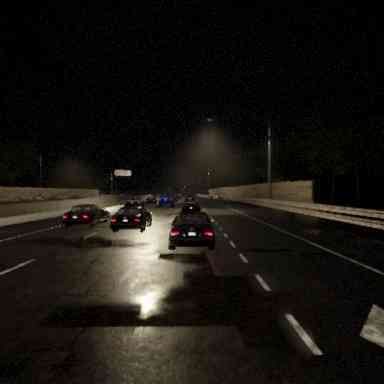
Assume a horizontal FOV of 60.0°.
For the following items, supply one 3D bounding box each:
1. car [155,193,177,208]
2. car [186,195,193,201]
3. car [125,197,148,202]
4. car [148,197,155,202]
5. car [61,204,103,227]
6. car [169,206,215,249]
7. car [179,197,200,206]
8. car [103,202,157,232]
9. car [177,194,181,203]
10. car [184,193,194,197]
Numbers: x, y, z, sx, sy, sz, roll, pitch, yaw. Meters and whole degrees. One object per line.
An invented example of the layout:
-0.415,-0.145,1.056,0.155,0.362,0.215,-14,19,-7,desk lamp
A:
-3.706,1.204,48.924,2.150,2.045,5.566,0,0,-1,car
-0.668,1.487,84.887,1.882,1.535,5.008,0,0,-1,car
-7.145,1.340,41.627,2.097,1.767,4.553,0,0,0,car
-7.321,1.529,60.065,2.033,1.411,5.357,0,0,-1,car
-7.033,1.548,22.482,2.033,1.411,5.357,0,0,0,car
-0.009,1.547,14.438,2.033,1.411,5.357,0,0,0,car
-0.100,1.555,35.245,1.994,1.385,4.181,0,0,0,car
-3.525,1.548,20.059,2.033,1.411,5.357,0,0,0,car
-3.952,1.541,70.450,1.994,1.385,4.181,0,0,-1,car
-0.358,1.333,63.167,2.097,1.767,4.553,0,0,-1,car
